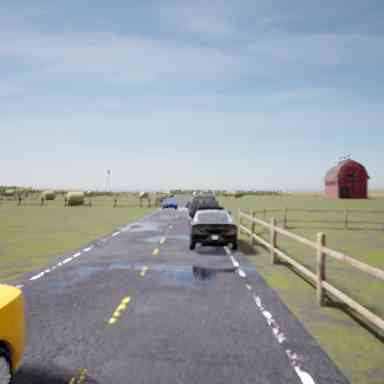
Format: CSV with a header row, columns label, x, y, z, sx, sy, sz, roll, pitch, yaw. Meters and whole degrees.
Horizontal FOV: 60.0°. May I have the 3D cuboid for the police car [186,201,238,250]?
label,x,y,z,sx,sy,sz,roll,pitch,yaw
police car,0.826,1.434,14.562,1.930,1.638,5.238,0,0,0

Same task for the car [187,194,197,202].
label,x,y,z,sx,sy,sz,roll,pitch,yaw
car,0.013,1.309,76.897,2.097,1.767,4.553,0,0,0

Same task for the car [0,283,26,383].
label,x,y,z,sx,sy,sz,roll,pitch,yaw
car,-2.851,1.479,1.791,1.882,1.535,5.008,0,0,0

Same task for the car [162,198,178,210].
label,x,y,z,sx,sy,sz,roll,pitch,yaw
car,-2.828,1.501,43.679,1.882,1.535,5.008,0,0,0

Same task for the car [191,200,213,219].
label,x,y,z,sx,sy,sz,roll,pitch,yaw
car,0.829,1.522,30.452,1.837,1.490,4.892,0,0,0

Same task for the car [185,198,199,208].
label,x,y,z,sx,sy,sz,roll,pitch,yaw
car,0.010,1.574,48.909,2.033,1.411,5.357,0,0,0

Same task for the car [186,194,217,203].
label,x,y,z,sx,sy,sz,roll,pitch,yaw
car,0.828,1.238,24.481,2.150,2.045,5.566,0,0,0
